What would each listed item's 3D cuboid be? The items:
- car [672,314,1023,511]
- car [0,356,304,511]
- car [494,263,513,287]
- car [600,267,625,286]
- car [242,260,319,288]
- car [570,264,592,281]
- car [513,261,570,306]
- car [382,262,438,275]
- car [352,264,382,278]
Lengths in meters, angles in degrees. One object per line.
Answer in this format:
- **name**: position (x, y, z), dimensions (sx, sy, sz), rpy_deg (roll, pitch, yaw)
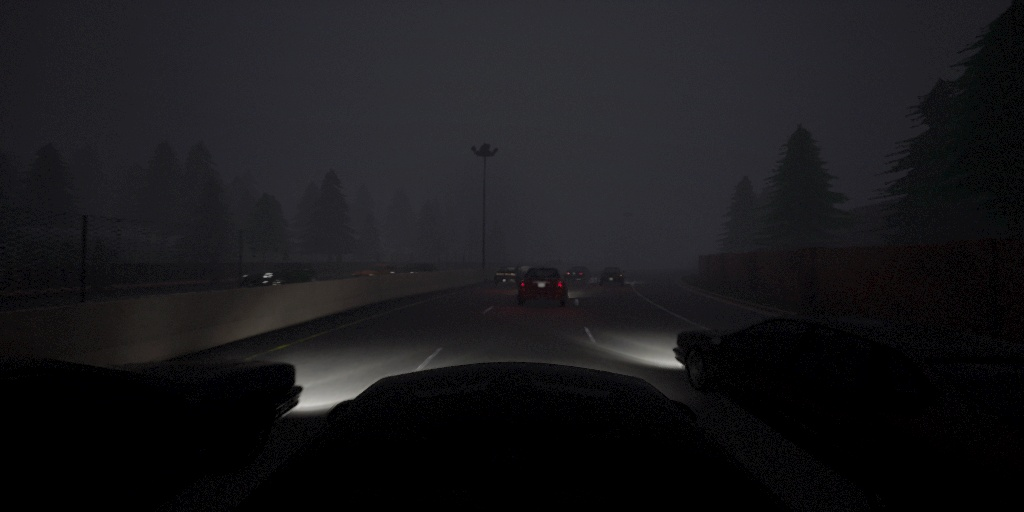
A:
- **car**: position (3.650, 1.351, 3.790), dimensions (2.033, 1.411, 5.357), rpy_deg (0, -1, 2)
- **car**: position (-3.372, 1.266, 1.730), dimensions (2.033, 1.411, 5.357), rpy_deg (1, -1, 0)
- **car**: position (0.100, 1.488, 26.614), dimensions (2.128, 1.511, 4.902), rpy_deg (0, -1, 15)
- **car**: position (8.292, 1.627, 29.610), dimensions (1.812, 1.442, 4.674), rpy_deg (0, -1, 18)
- **car**: position (-15.139, 1.180, 23.727), dimensions (2.097, 1.767, 4.553), rpy_deg (0, -1, 12)
- **car**: position (6.631, 1.690, 35.340), dimensions (2.033, 1.411, 5.357), rpy_deg (0, -1, 22)
- **car**: position (1.584, 1.269, 17.199), dimensions (2.097, 1.767, 4.553), rpy_deg (0, -1, 10)
- **car**: position (-7.257, 1.283, 26.844), dimensions (2.097, 1.767, 4.553), rpy_deg (0, -1, 15)
- **car**: position (-10.463, 1.395, 28.444), dimensions (1.882, 1.535, 5.008), rpy_deg (0, -1, 15)
